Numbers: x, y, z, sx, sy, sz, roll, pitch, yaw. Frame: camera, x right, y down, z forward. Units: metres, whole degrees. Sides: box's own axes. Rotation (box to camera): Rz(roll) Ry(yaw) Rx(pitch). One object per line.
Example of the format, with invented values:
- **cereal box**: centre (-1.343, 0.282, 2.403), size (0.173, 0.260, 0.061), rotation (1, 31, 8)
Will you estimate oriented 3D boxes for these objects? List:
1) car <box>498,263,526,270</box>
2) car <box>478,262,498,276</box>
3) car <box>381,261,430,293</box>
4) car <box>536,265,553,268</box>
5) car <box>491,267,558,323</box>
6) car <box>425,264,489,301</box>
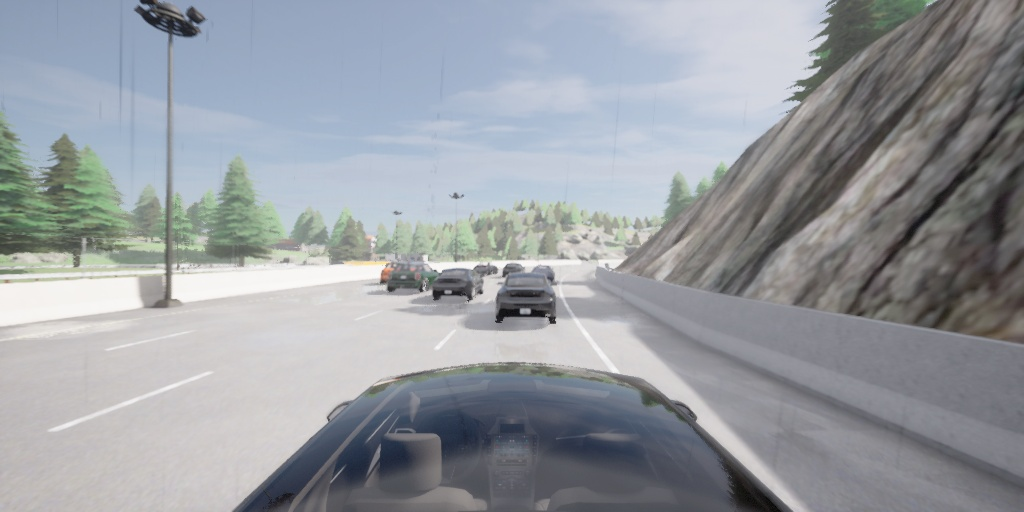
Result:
- **car**: centre (0.254, 1.428, 37.431), size (1.837, 1.490, 4.892), rotation (0, 0, 11)
- **car**: centre (-2.824, 1.418, 39.797), size (2.128, 1.511, 4.902), rotation (0, 0, 12)
- **car**: centre (-5.700, 1.184, 21.642), size (2.097, 1.767, 4.553), rotation (0, 0, 6)
- **car**: centre (2.710, 1.464, 31.420), size (1.994, 1.385, 4.181), rotation (0, 0, 9)
- **car**: centre (0.511, 1.308, 12.414), size (1.837, 1.490, 4.892), rotation (0, 0, 3)
- **car**: centre (-2.568, 1.327, 17.962), size (1.837, 1.490, 4.892), rotation (0, 0, 5)
